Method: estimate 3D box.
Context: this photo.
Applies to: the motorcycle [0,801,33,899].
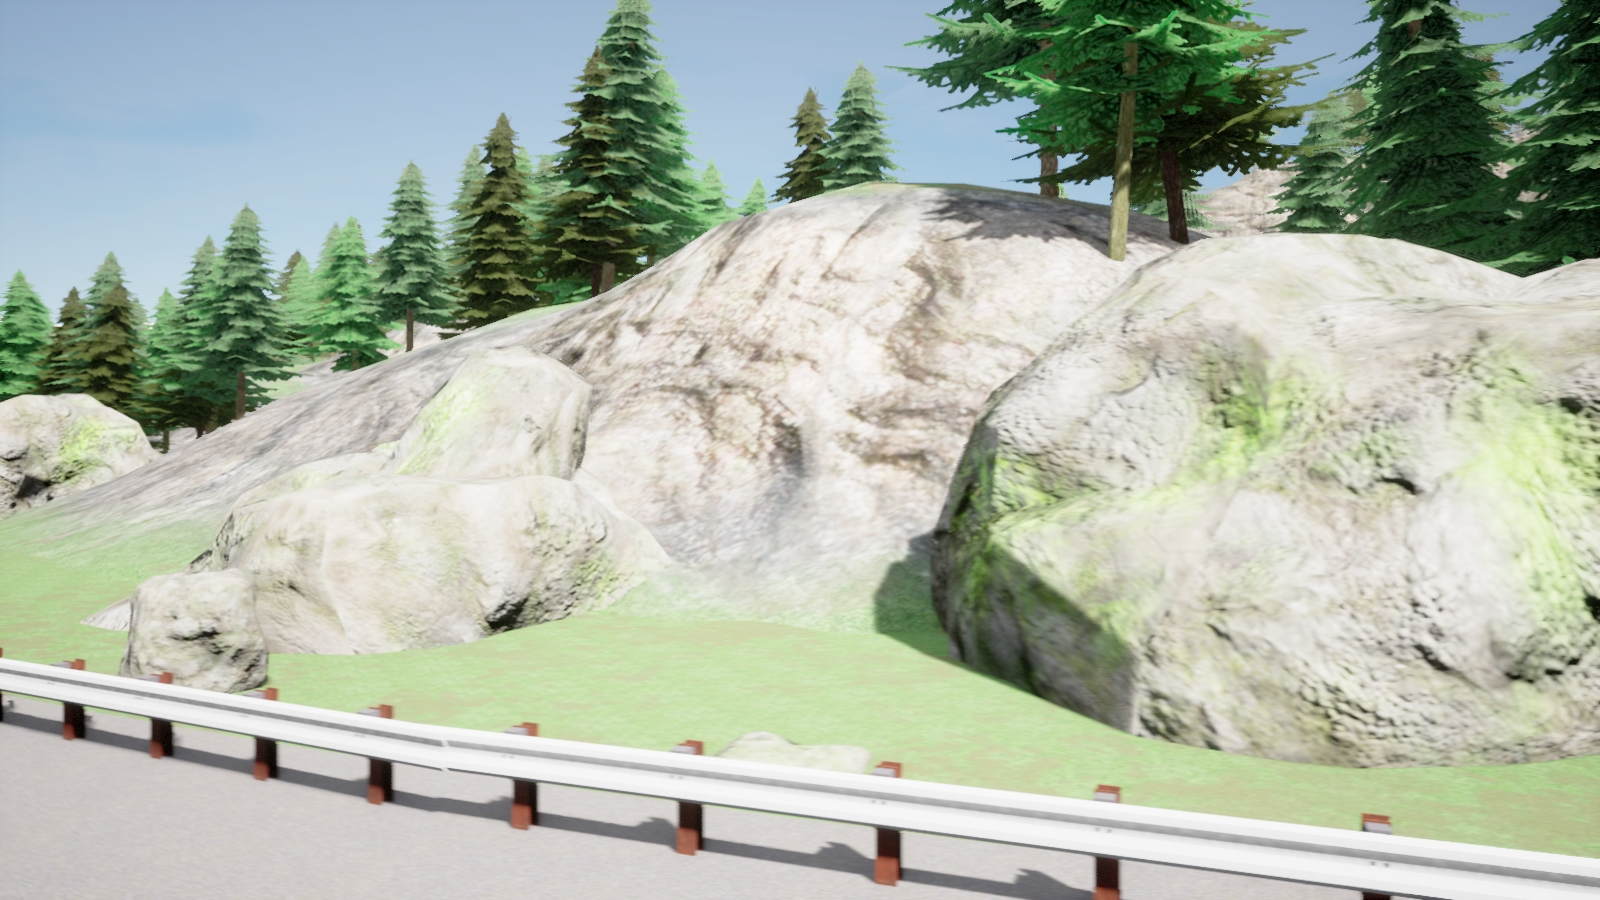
[{"bbox_3d":[-4.464,2.180,5.081,2.033,1.217,0.803,0,0,25],"label":"motorcycle"}]
